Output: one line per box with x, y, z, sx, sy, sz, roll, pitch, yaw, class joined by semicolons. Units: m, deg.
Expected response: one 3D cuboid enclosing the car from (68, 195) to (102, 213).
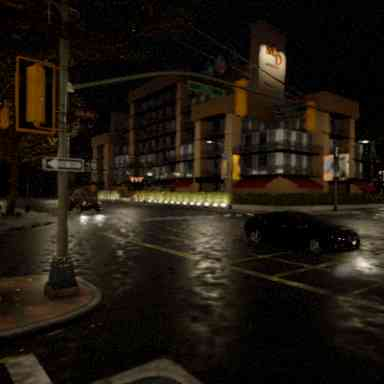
-10.694;1.053;33.139;2.097;1.767;4.553;1;0;-38;car

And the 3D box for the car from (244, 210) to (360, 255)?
4.319;1.552;13.789;1.837;1.490;4.892;1;0;-38;car
